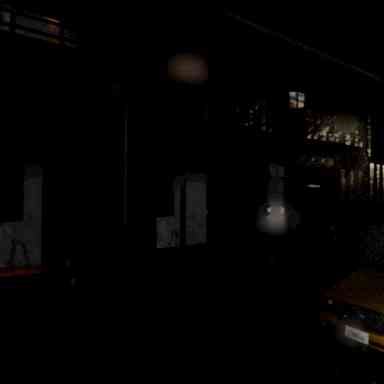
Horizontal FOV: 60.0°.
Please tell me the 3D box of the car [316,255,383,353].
[{"bbox_3d":[4.031,1.439,5.561,4.829,1.417,1.752,-1,2,-35],"label":"car"}]
